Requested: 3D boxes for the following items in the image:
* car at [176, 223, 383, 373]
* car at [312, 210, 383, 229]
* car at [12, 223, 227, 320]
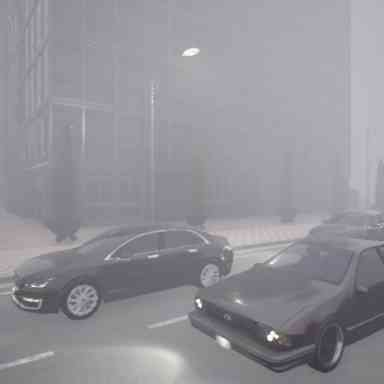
[{"bbox_3d":[2.569,1.540,5.825,5.357,1.411,2.033,0,0,-35],"label":"car"},{"bbox_3d":[6.435,1.487,12.878,4.892,1.490,1.837,0,0,-35],"label":"car"},{"bbox_3d":[-1.234,1.500,7.412,4.892,1.490,1.837,0,0,-36],"label":"car"}]
